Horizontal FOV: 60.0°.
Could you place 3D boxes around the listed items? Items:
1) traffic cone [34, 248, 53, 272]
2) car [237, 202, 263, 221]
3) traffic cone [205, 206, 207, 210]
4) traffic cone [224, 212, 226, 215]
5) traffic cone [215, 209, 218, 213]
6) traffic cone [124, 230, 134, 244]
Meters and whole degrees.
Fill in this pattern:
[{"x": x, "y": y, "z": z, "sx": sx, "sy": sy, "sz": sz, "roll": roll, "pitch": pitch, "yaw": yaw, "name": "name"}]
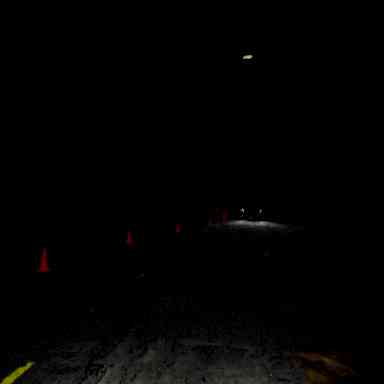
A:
[{"x": -4.018, "y": 1.828, "z": 9.047, "sx": 0.340, "sy": 0.580, "sz": 0.340, "roll": 2, "pitch": 0, "yaw": 12, "name": "traffic cone"}, {"x": 5.466, "y": 1.730, "z": 31.571, "sx": 2.097, "sy": 1.767, "sz": 4.553, "roll": 2, "pitch": 0, "yaw": 5, "name": "car"}, {"x": 1.963, "y": 2.144, "z": 46.120, "sx": 0.340, "sy": 0.580, "sz": 0.340, "roll": 1, "pitch": 2, "yaw": -19, "name": "traffic cone"}, {"x": 2.709, "y": 2.201, "z": 27.954, "sx": 0.340, "sy": 0.580, "sz": 0.340, "roll": 2, "pitch": -1, "yaw": 14, "name": "traffic cone"}, {"x": 3.127, "y": 2.289, "z": 41.672, "sx": 0.340, "sy": 0.580, "sz": 0.340, "roll": 2, "pitch": 1, "yaw": -11, "name": "traffic cone"}, {"x": -2.673, "y": 1.901, "z": 14.154, "sx": 0.340, "sy": 0.580, "sz": 0.340, "roll": 2, "pitch": 0, "yaw": 18, "name": "traffic cone"}]
